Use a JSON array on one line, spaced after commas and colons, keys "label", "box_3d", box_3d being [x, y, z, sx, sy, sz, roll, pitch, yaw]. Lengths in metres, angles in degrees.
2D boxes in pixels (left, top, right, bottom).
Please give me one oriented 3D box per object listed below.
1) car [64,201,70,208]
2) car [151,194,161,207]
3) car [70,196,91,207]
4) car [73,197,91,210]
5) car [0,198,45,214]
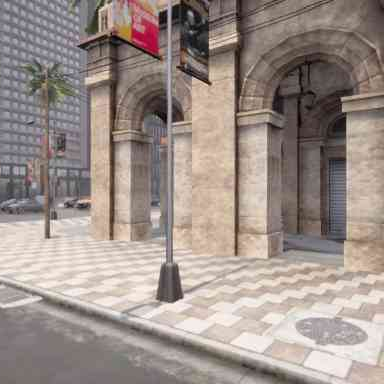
[{"label": "car", "box_3d": [-16.256, 1.513, 48.449, 2.161, 1.482, 4.786, 0, 0, 35]}, {"label": "car", "box_3d": [-6.627, 1.506, 50.569, 1.837, 1.490, 4.892, 0, 0, 36]}, {"label": "car", "box_3d": [-13.977, 1.352, 46.317, 2.097, 1.767, 4.553, 0, 0, 35]}, {"label": "car", "box_3d": [-12.345, 1.601, 42.589, 1.895, 1.301, 4.718, 0, 0, 35]}, {"label": "car", "box_3d": [-17.474, 1.564, 35.411, 1.994, 1.385, 4.181, 0, 0, 36]}]
